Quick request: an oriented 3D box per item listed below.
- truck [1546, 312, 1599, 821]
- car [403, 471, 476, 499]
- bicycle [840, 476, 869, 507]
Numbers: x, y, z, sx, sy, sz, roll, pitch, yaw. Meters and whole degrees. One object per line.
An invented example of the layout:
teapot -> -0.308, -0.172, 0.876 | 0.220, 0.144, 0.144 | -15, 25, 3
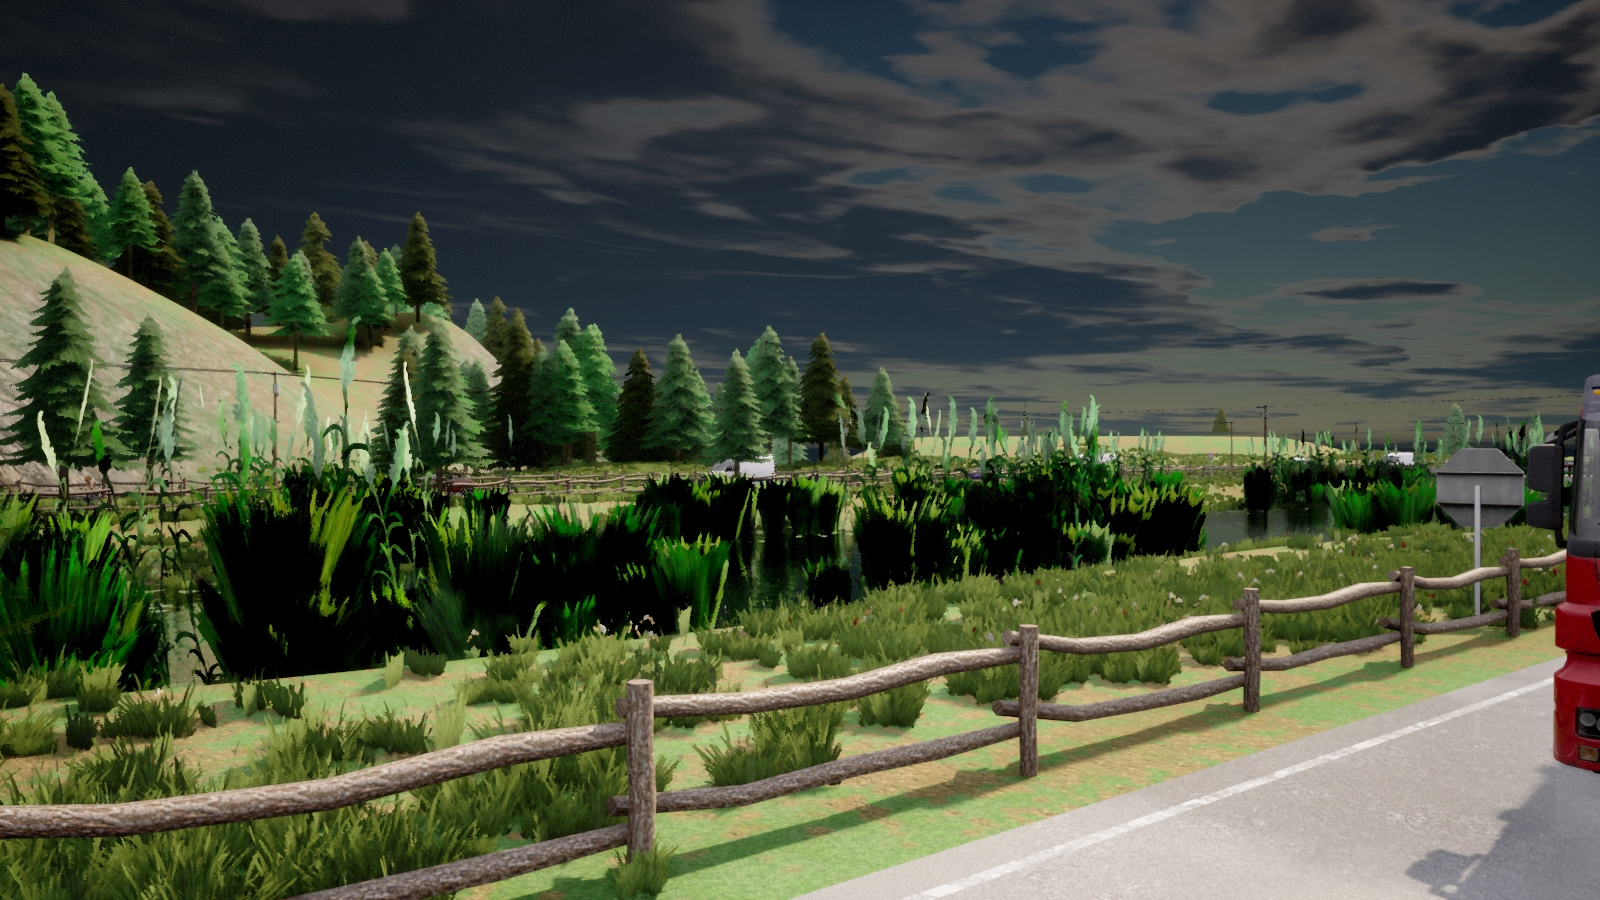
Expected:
truck -> 9.681, 0.862, 11.002 | 2.891, 3.827, 8.468 | 0, 1, 42
car -> -21.248, 2.026, 67.439 | 1.789, 1.549, 3.705 | 0, 0, 45
bicycle -> 2.658, 2.030, 56.062 | 1.643, 1.496, 0.373 | 0, 0, -43
